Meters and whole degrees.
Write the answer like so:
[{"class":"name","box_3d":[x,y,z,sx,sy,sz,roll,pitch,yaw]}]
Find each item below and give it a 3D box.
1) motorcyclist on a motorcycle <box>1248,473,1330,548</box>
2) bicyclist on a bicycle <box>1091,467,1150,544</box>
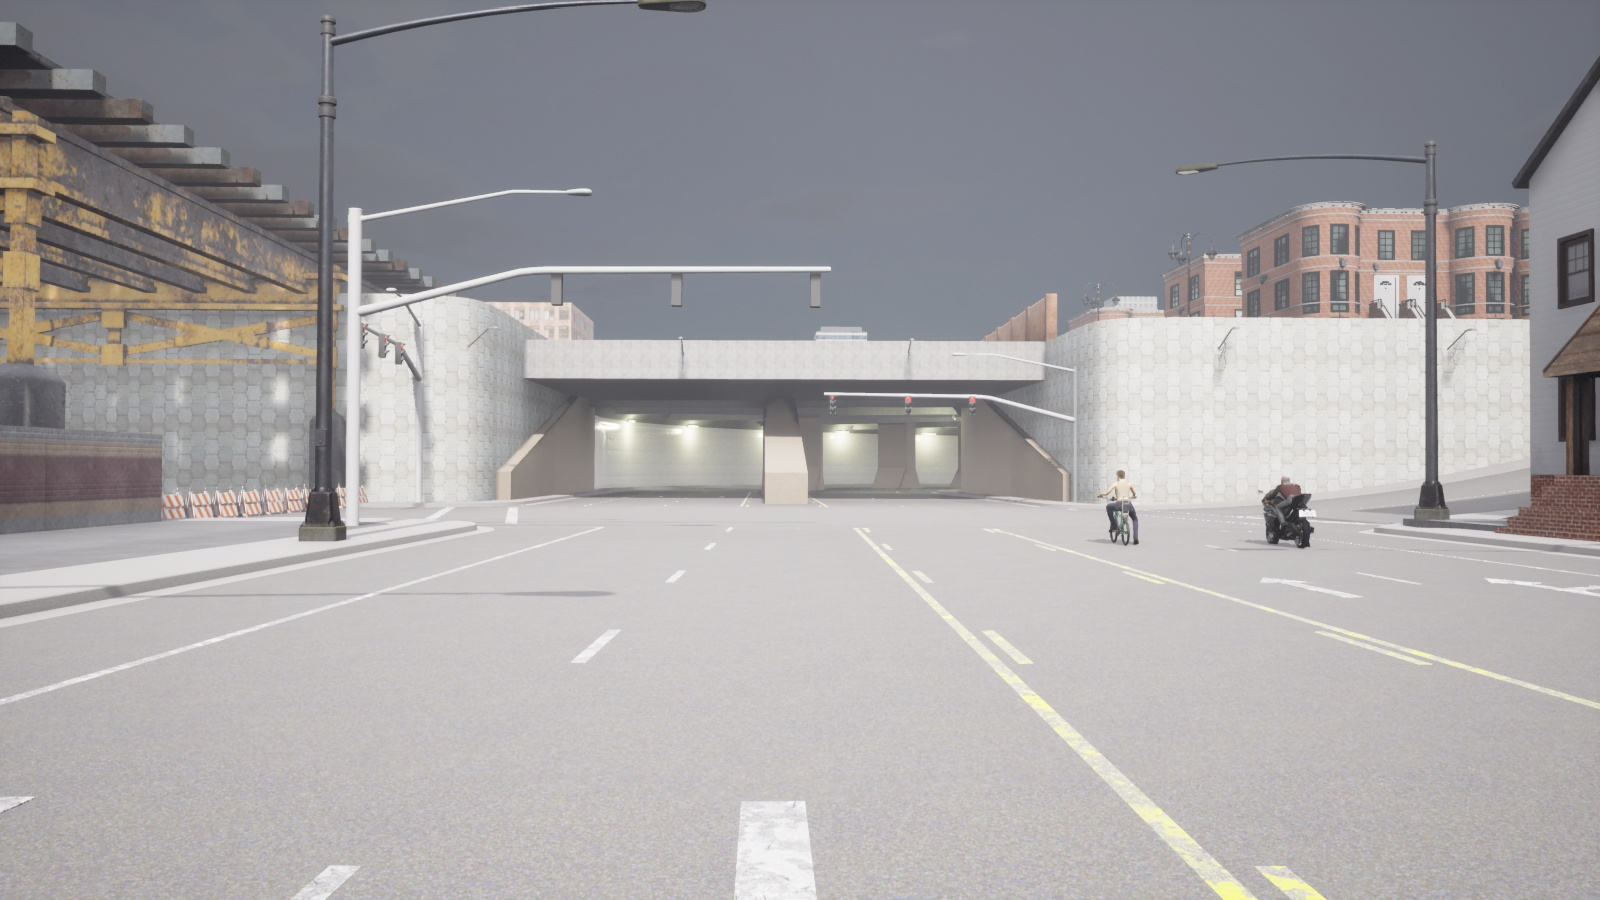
[{"class":"motorcyclist on a motorcycle","box_3d":[10.422,1.258,26.851,0.866,1.530,2.191,0,-1,0]},{"class":"bicyclist on a bicycle","box_3d":[6.927,1.179,27.175,0.866,1.612,1.509,0,-1,-1]}]
